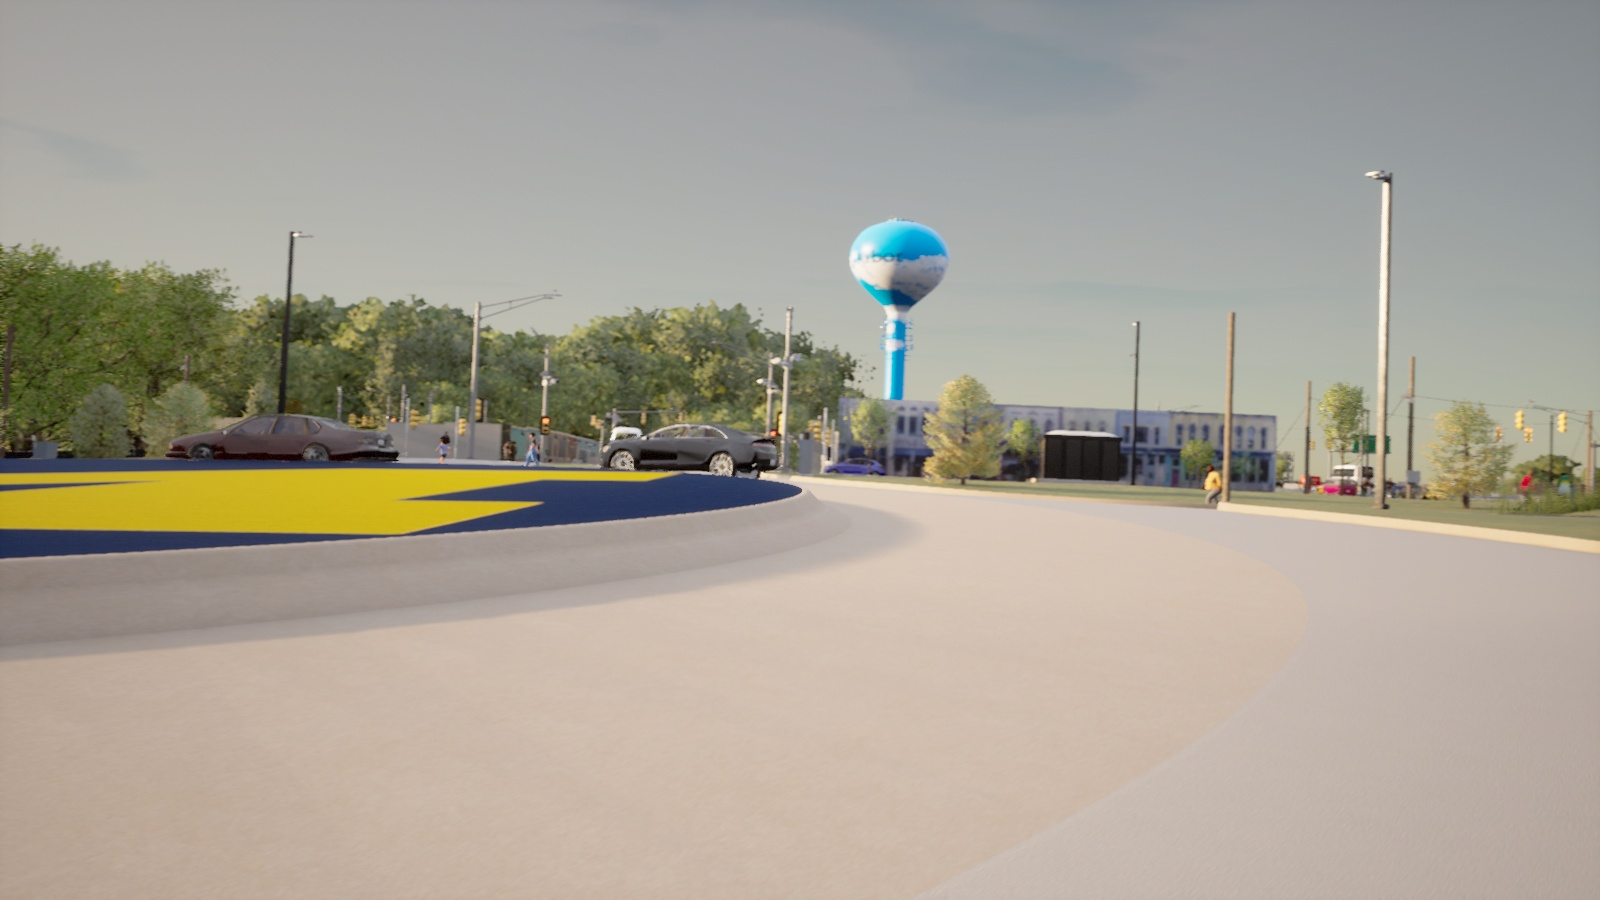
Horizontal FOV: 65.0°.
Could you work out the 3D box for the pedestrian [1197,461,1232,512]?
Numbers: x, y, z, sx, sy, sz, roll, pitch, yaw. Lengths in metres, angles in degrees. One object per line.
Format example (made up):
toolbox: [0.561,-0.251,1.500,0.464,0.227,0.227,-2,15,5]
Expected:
pedestrian: [15.300,1.345,46.358,0.900,1.855,0.874,2,-2,-6]

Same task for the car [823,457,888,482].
car: [3.716,1.308,84.520,4.193,1.474,1.816,2,-2,1]

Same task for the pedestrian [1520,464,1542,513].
pedestrian: [27.802,1.471,47.768,0.636,1.846,0.331,2,-2,6]

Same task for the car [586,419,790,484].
car: [-2.962,0.042,33.268,4.902,1.511,2.128,1,-2,21]

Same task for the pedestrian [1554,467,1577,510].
pedestrian: [35.967,1.812,59.004,0.659,1.952,0.873,2,-2,11]

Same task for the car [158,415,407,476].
car: [-12.681,-0.093,30.915,5.357,1.411,2.033,0,-2,8]

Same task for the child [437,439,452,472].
child: [-12.425,0.190,43.871,0.394,1.110,0.255,1,-2,27]

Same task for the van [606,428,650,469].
van: [-9.179,-0.053,67.364,2.069,2.038,4.480,2,-1,-6]

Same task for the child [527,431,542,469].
child: [-8.959,0.011,42.353,0.437,1.263,0.270,3,-2,-9]
